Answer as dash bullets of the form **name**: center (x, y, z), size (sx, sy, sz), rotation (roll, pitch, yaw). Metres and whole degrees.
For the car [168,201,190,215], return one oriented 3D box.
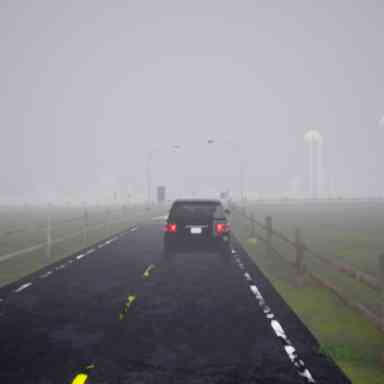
- **car**: center (-1.336, 1.717, 36.404), size (1.895, 1.301, 4.718), rotation (0, 0, 5)

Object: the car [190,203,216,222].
- **car**: center (1.004, 1.655, 28.444), size (1.994, 1.385, 4.181), rotation (0, 0, 4)

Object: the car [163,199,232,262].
- **car**: center (0.266, 1.258, 12.401), size (2.150, 2.045, 5.566), rotation (0, -1, 3)
